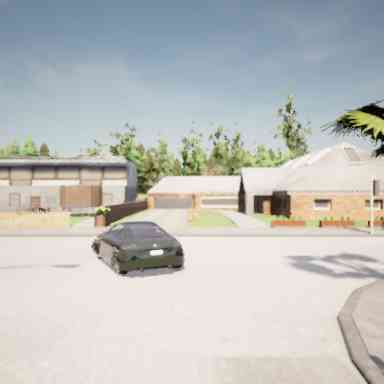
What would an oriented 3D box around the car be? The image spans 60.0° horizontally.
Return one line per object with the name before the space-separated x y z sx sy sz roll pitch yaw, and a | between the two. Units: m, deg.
car | -1.886 1.642 10.909 1.994 1.385 4.181 0 -1 -27
